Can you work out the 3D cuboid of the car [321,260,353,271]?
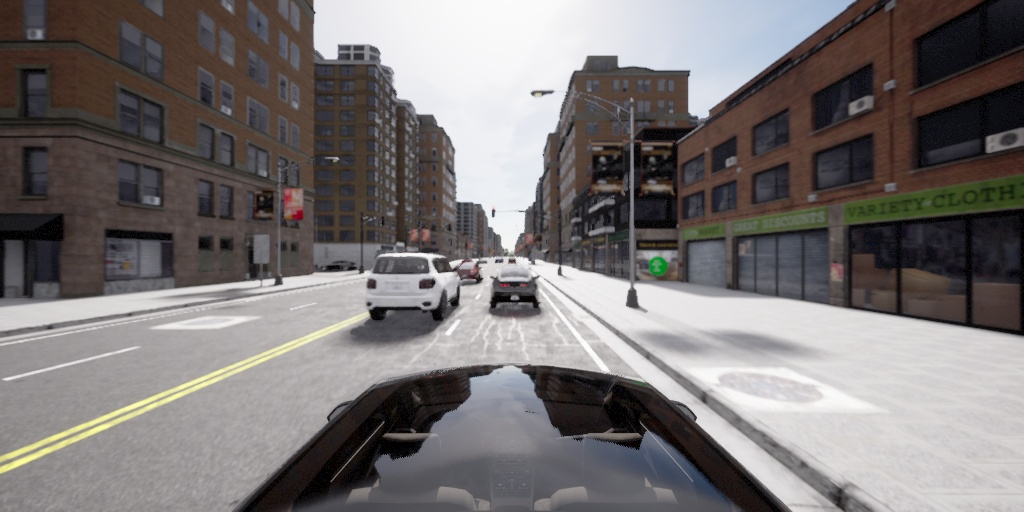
[{"bbox_3d":[-22.147,1.209,45.886,4.313,1.339,1.948,0,0,0],"label":"car"}]

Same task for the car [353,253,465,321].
[{"bbox_3d":[-3.147,0.936,12.457,2.150,2.045,5.566,0,0,0],"label":"car"}]

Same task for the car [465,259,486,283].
[{"bbox_3d":[-3.207,1.201,26.713,1.812,1.442,4.674,0,0,0],"label":"car"}]

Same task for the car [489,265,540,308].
[{"bbox_3d":[0.102,1.215,14.962,1.837,1.490,4.892,0,0,0],"label":"car"}]
